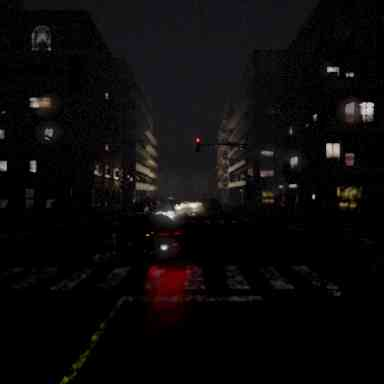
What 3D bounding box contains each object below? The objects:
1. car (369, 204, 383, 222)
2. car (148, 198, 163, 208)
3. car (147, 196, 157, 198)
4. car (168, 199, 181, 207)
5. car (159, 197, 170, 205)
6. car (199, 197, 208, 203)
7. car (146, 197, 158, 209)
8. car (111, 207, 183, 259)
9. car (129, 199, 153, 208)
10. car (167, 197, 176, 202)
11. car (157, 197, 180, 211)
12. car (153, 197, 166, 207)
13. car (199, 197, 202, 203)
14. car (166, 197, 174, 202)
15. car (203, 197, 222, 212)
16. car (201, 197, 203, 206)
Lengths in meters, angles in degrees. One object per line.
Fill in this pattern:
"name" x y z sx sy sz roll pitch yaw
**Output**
"car" 14.556 1.104 22.010 5.009 1.841 2.192 -1 1 0
"car" -5.697 1.767 52.567 1.752 1.417 4.829 0 0 0
"car" -5.696 1.530 47.056 2.192 1.841 5.009 0 0 0
"car" -3.060 1.873 58.926 1.895 1.301 4.718 0 0 1
"car" -5.698 1.767 69.785 1.967 1.590 4.097 0 0 0
"car" 2.681 1.936 81.152 2.008 1.369 4.403 0 0 0
"car" -5.696 1.712 41.203 1.752 1.417 4.829 0 0 0
"car" -1.914 1.582 13.199 1.837 1.490 4.892 1 0 -24
"car" -5.695 1.727 35.690 1.947 1.339 4.313 0 0 0
"car" -5.701 1.995 92.513 2.008 1.369 4.403 0 0 0
"car" -3.096 1.685 42.603 2.128 1.511 4.902 0 0 0
"car" -5.697 1.710 58.420 1.967 1.590 4.097 0 0 0
"car" 2.683 1.852 58.422 1.802 1.307 4.206 0 0 0
"car" -5.700 1.966 86.831 2.008 1.369 4.403 0 0 0
"car" 2.684 1.628 41.376 1.967 1.590 4.097 0 0 0
"car" 2.684 1.655 47.058 1.967 1.590 4.097 0 0 0
